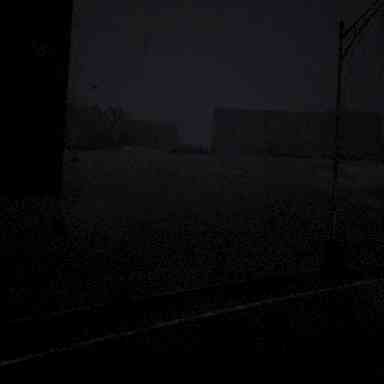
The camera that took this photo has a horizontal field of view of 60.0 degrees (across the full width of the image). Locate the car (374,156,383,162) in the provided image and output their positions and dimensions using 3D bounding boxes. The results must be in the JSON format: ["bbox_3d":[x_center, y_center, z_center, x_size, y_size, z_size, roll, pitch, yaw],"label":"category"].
[{"bbox_3d":[21.978,-3.223,36.161,4.674,1.452,2.002,3,-2,-1],"label":"car"}]

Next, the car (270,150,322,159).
[{"bbox_3d":[10.924,-3.763,36.173,4.892,1.521,2.231,2,-2,1],"label":"car"}]

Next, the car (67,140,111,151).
[{"bbox_3d":[-11.162,-4.792,36.438,4.553,1.767,2.185,2,-2,1],"label":"car"}]

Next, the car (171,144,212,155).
[{"bbox_3d":[-0.003,-4.338,36.306,4.553,1.767,2.185,2,-2,1],"label":"car"}]

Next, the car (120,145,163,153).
[{"bbox_3d":[-5.498,-4.396,36.367,4.674,1.452,2.002,2,-2,1],"label":"car"}]

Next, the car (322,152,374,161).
[{"bbox_3d":[16.438,-3.524,36.116,4.892,1.521,2.231,3,-2,1],"label":"car"}]
